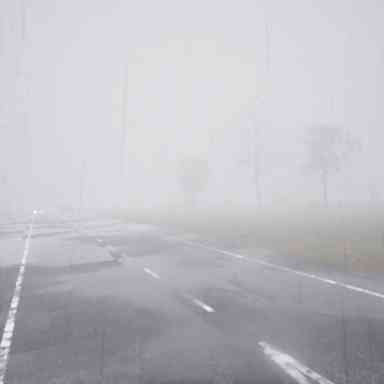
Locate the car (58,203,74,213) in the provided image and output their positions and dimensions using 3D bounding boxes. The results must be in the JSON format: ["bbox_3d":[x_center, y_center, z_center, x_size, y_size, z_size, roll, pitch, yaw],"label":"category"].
[{"bbox_3d":[-21.623,2.816,57.872,2.128,1.511,4.902,-2,-1,-25],"label":"car"}]

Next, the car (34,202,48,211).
[{"bbox_3d":[-34.435,3.469,74.985,2.128,1.511,4.902,-2,-1,-18],"label":"car"}]

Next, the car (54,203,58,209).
[{"bbox_3d":[-33.044,3.465,82.439,1.837,1.490,4.892,-2,-1,-25],"label":"car"}]
